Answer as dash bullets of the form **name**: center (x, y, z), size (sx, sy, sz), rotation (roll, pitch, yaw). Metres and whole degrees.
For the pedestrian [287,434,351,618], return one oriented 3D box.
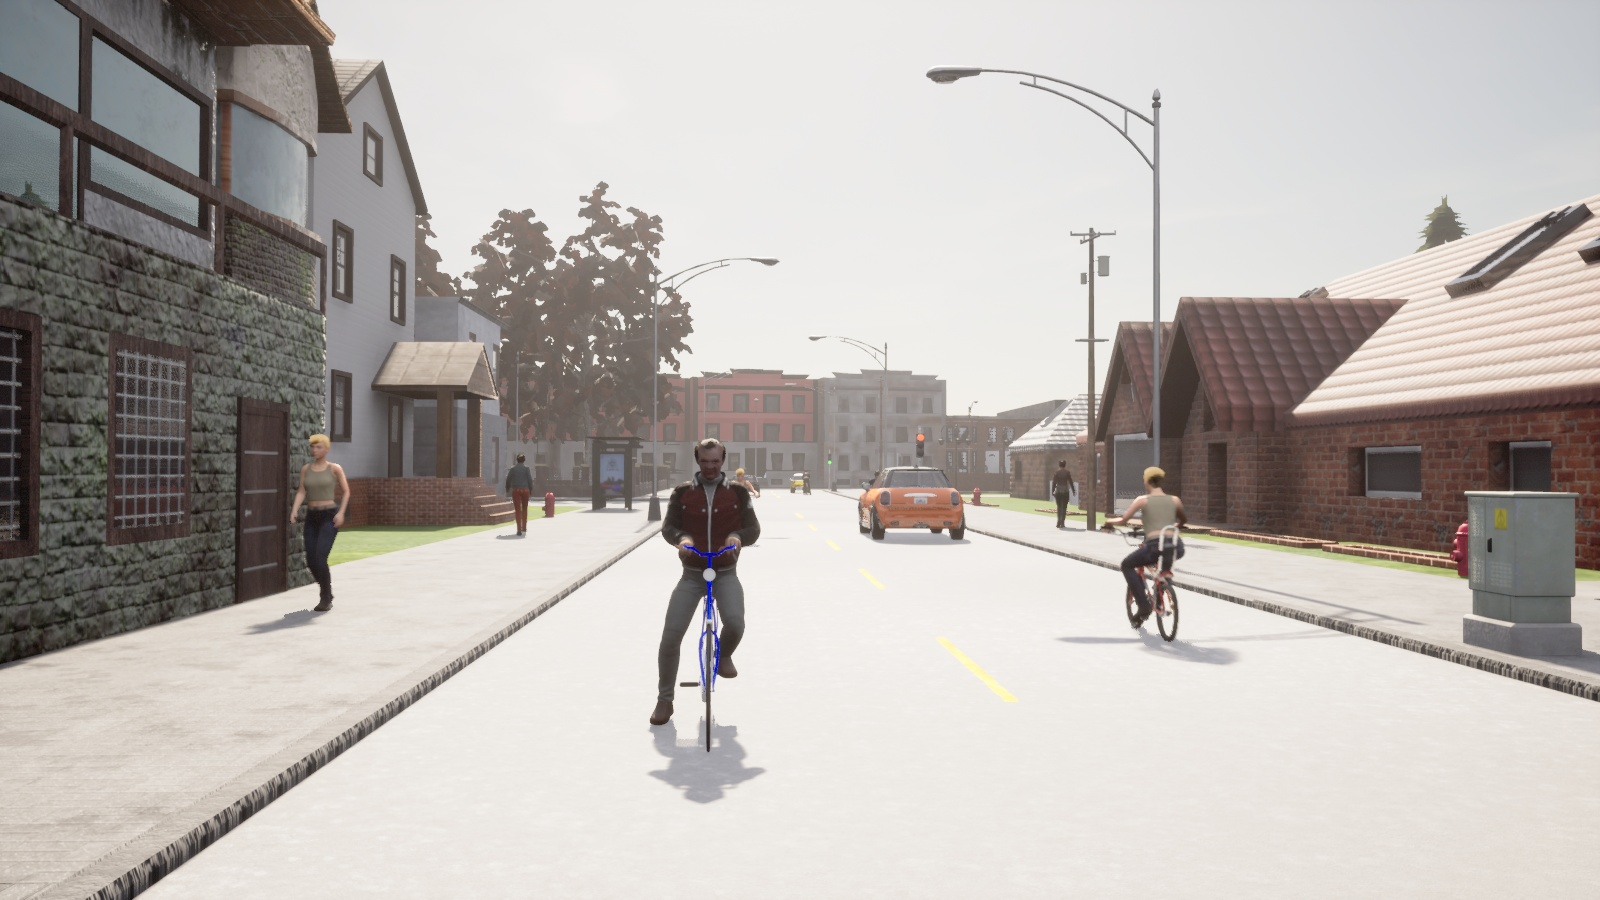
- **pedestrian**: center (-4.922, 0.760, 12.868), size (0.345, 1.836, 0.594), rotation (0, -1, 11)

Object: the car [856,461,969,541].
- **car**: center (2.604, 1.169, 30.227), size (2.097, 1.767, 4.553), rotation (0, -1, -3)

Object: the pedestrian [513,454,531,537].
- **pedestrian**: center (-6.244, 1.022, 28.197), size (0.353, 1.847, 0.614), rotation (0, -1, -8)

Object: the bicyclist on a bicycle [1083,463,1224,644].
- **bicyclist on a bicycle**: center (3.345, 0.939, 12.036), size (0.866, 1.612, 1.509), rotation (0, -1, -2)

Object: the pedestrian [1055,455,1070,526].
- **pedestrian**: center (6.814, 1.043, 32.571), size (0.328, 1.805, 0.869), rotation (0, -1, 15)

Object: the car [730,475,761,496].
- **car**: center (-3.554, 2.286, 80.992), size (1.895, 1.301, 4.718), rotation (0, -1, -4)

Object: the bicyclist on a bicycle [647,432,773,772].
- **bicyclist on a bicycle**: center (-0.536, 0.813, 7.520), size (0.659, 1.776, 1.843), rotation (0, -1, -4)

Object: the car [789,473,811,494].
- **car**: center (-0.004, 2.357, 88.827), size (1.481, 1.376, 2.207), rotation (0, 0, 2)
